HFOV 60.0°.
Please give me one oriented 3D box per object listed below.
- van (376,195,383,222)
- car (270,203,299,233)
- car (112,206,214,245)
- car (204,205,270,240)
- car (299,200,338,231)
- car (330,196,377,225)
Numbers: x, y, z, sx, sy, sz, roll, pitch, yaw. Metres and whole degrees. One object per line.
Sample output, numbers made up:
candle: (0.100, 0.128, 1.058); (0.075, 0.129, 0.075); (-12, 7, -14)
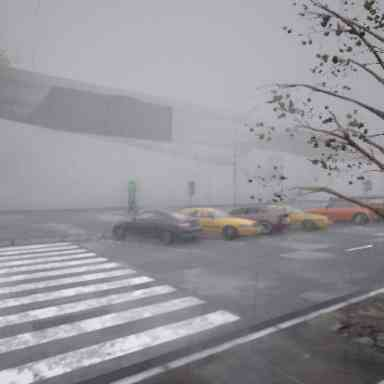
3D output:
van: (13.035, 1.273, 25.782); (4.442, 1.987, 1.878); (-1, -1, 35)
car: (3.186, 1.522, 18.927); (4.792, 1.488, 2.163); (-1, -1, 35)
car: (-1.645, 1.526, 15.449); (4.674, 1.452, 2.002); (-1, 0, 35)
car: (0.936, 1.482, 17.080); (5.366, 1.575, 1.946); (-1, -1, 35)
car: (5.795, 1.492, 20.541); (5.366, 1.575, 1.946); (-1, -1, 35)
car: (10.524, 1.376, 24.089); (4.553, 1.767, 2.185); (-1, -1, 34)
